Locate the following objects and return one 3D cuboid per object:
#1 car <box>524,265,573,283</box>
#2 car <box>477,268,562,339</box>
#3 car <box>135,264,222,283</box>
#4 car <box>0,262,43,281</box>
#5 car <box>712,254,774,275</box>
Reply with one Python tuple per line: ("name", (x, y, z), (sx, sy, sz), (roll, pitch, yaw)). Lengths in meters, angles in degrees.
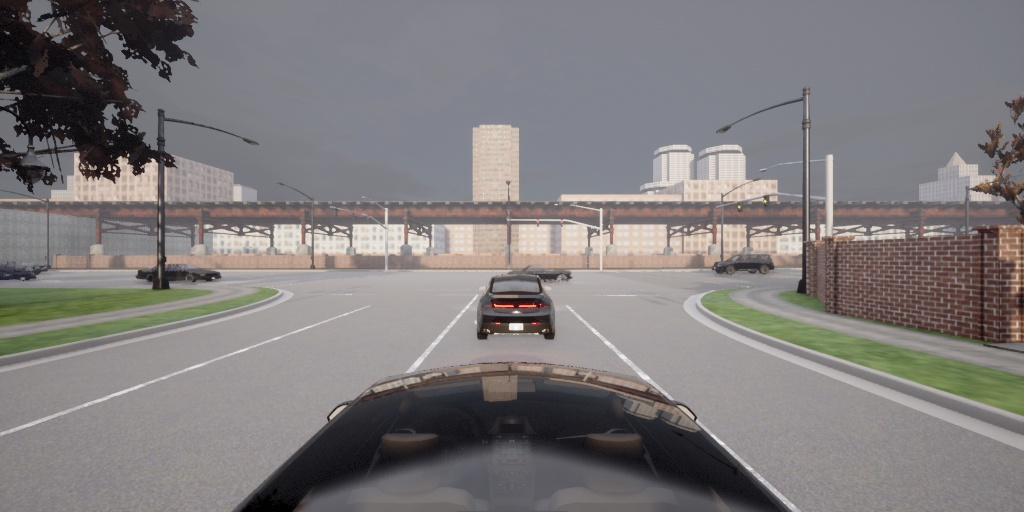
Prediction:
("car", (2.081, 1.330, 26.521), (4.718, 1.301, 1.895), (0, 0, 2))
("car", (0.093, 1.256, 10.028), (1.837, 1.490, 4.892), (0, 0, 0))
("car", (-25.298, 1.297, 27.260), (5.357, 1.411, 2.033), (0, 0, 2))
("car", (-40.454, 1.365, 27.760), (5.357, 1.411, 2.033), (0, 0, 2))
("car", (23.556, 0.835, 36.631), (5.566, 2.045, 2.150), (-1, 0, 3))
